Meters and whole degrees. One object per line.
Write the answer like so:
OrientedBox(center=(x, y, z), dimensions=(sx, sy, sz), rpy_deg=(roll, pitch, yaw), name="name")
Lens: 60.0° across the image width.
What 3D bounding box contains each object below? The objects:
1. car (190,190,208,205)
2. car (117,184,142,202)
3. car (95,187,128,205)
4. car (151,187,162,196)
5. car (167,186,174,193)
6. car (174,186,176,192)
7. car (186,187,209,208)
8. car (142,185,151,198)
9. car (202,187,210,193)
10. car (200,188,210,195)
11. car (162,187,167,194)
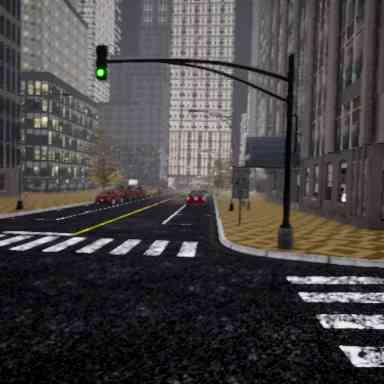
OrientedBox(center=(0.815, 0.532, 37.141), dimensions=(1.752, 1.417, 4.829), rpy_deg=(1, 2, 3), name="car")
OrientedBox(center=(-7.553, 0.087, 37.465), dimensions=(2.192, 1.841, 5.009), rpy_deg=(1, 2, 3), name="car")
OrientedBox(center=(-7.892, 0.459, 31.923), dimensions=(1.887, 1.381, 4.507), rpy_deg=(1, 2, 3), name="car")
OrientedBox(center=(-6.565, -0.127, 53.944), dimensions=(1.752, 1.417, 4.829), rpy_deg=(1, 2, 3), name="car")
OrientedBox(center=(-5.552, -0.503, 70.757), dimensions=(1.802, 1.307, 4.206), rpy_deg=(1, 2, 3), name="car")
OrientedBox(center=(-4.883, -0.819, 81.852), dimensions=(2.008, 1.369, 4.403), rpy_deg=(1, 2, 3), name="car")
OrientedBox(center=(0.471, 0.594, 31.422), dimensions=(1.967, 1.590, 4.097), rpy_deg=(1, 2, 3), name="car")
OrientedBox(center=(-7.219, -0.056, 43.013), dimensions=(2.192, 1.841, 5.009), rpy_deg=(1, 2, 3), name="car")
OrientedBox(center=(3.155, -0.467, 75.976), dimensions=(1.752, 1.417, 4.829), rpy_deg=(1, 2, 3), name="car")
OrientedBox(center=(2.476, -0.121, 64.712), dimensions=(1.802, 1.307, 4.206), rpy_deg=(1, 2, 3), name="car")
OrientedBox(center=(-6.220, -0.255, 59.661), dimensions=(1.887, 1.381, 4.507), rpy_deg=(1, 2, 3), name="car")
